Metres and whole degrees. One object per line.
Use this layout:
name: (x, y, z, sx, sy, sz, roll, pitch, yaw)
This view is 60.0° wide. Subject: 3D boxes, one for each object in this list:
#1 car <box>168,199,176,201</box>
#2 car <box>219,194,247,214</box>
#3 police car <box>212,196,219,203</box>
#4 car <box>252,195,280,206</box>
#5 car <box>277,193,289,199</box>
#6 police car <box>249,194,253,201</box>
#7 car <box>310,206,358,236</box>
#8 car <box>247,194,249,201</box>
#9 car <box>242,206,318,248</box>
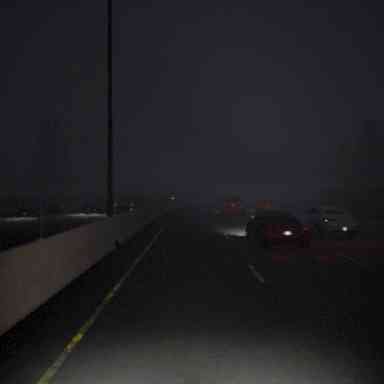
car: (-4.603, 1.306, 69.986, 2.033, 1.411, 5.357, 0, 0, 22)
car: (4.056, 1.245, 33.310, 2.097, 1.767, 4.553, 0, 0, 4)
police car: (5.916, 1.227, 61.686, 1.930, 1.638, 5.238, 0, 0, 22)
car: (7.736, 1.364, 35.184, 1.882, 1.535, 5.008, 0, 0, 6)
car: (24.475, 1.051, 89.872, 1.812, 1.442, 4.674, 0, 0, 45)
police car: (12.721, 1.183, 75.411, 1.930, 1.638, 5.238, 0, 0, 31)
car: (7.086, 1.468, 17.742, 1.812, 1.442, 4.674, 0, 0, 0)
car: (9.865, 1.280, 70.295, 1.837, 1.490, 4.892, 0, 0, 27)
car: (3.600, 1.517, 14.514, 1.994, 1.385, 4.181, 0, 0, 0)
